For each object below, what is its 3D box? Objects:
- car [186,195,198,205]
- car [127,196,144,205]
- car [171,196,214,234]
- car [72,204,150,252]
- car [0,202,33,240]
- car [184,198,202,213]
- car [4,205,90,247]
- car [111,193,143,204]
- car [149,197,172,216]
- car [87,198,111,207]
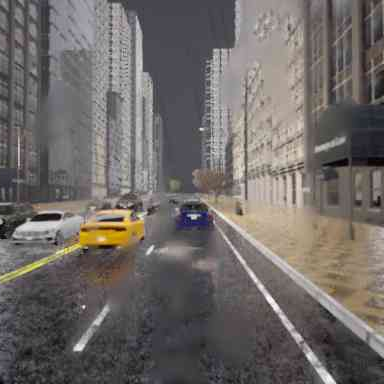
[{"bbox_3d":[0.062,1.420,59.987,2.128,1.511,4.902,0,0,0],"label":"car"},{"bbox_3d":[-9.757,1.422,58.190,2.128,1.511,4.902,0,0,0],"label":"car"},{"bbox_3d":[0.100,1.327,19.104,2.097,1.767,4.553,0,0,0],"label":"car"},{"bbox_3d":[-3.160,1.506,14.103,1.882,1.535,5.008,-1,0,0],"label":"car"},{"bbox_3d":[-9.838,1.377,17.409,2.097,1.767,4.553,1,2,0],"label":"car"},{"bbox_3d":[0.105,1.432,37.419,1.882,1.535,5.008,0,0,0],"label":"car"},{"bbox_3d":[-6.607,1.585,15.820,1.812,1.442,4.674,-1,1,0],"label":"car"},{"bbox_3d":[-6.589,1.178,35.474,2.150,2.045,5.566,0,0,0],"label":"car"},{"bbox_3d":[-3.146,1.524,32.406,1.994,1.385,4.181,0,0,0],"label":"car"},{"bbox_3d":[-9.838,1.448,35.441,2.128,1.511,4.902,0,0,0],"label":"car"}]
